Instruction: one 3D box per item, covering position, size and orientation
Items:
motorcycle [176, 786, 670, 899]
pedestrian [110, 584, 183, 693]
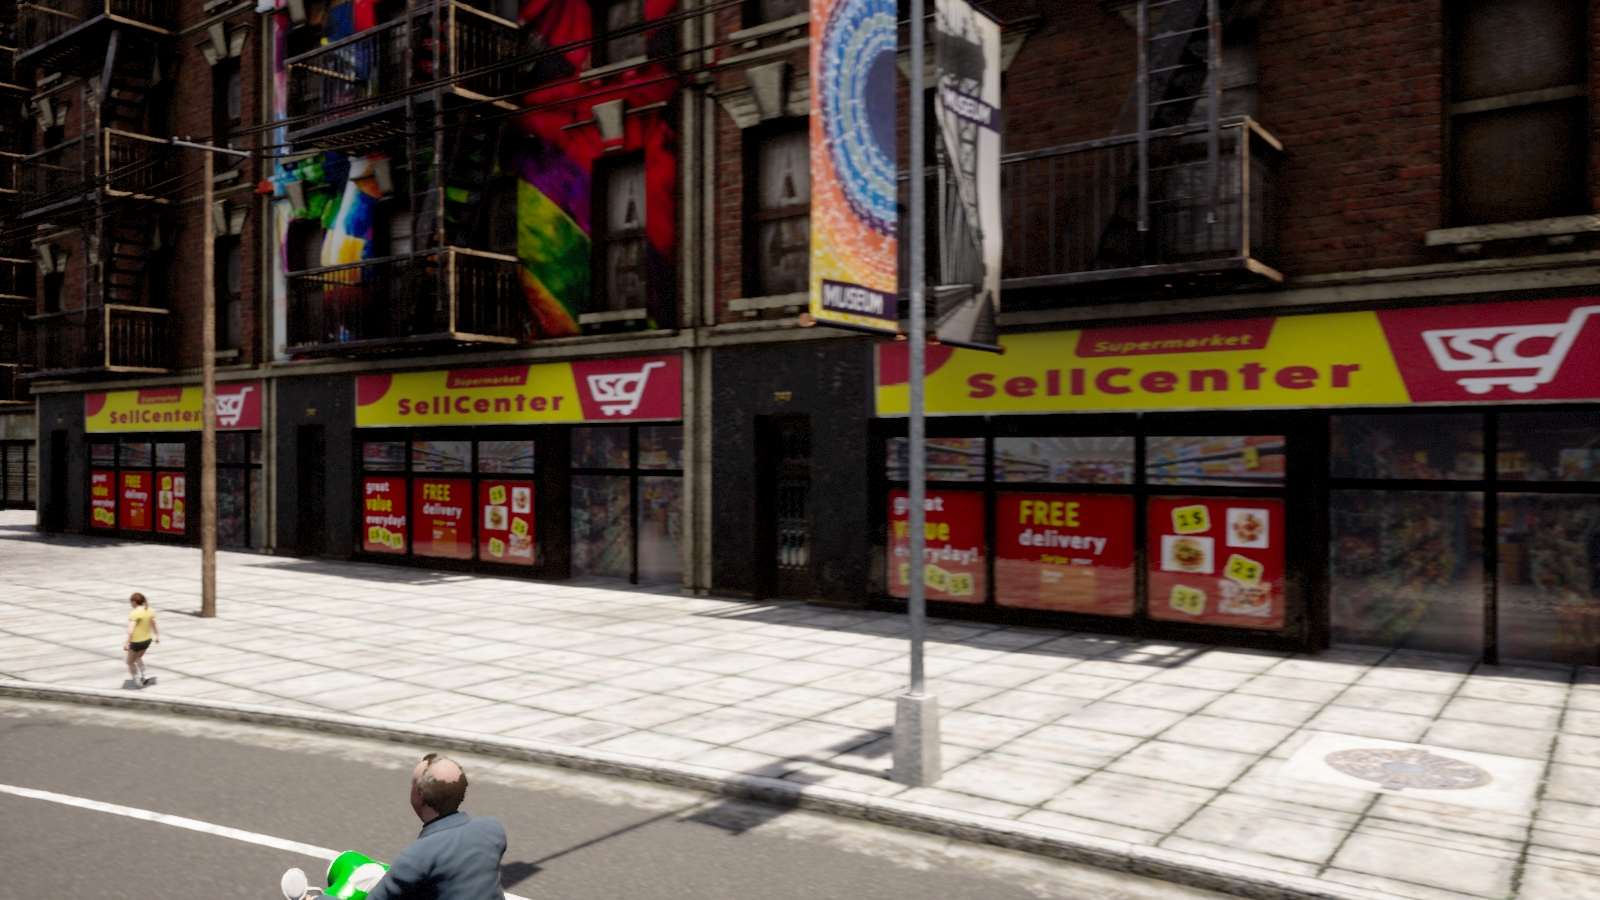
[{"bbox_3d":[-1.497,2.181,4.486,1.805,1.236,0.856,0,0,30],"label":"motorcycle"},{"bbox_3d":[-7.244,2.075,12.678,0.500,1.100,0.500,0,0,18],"label":"pedestrian"}]
